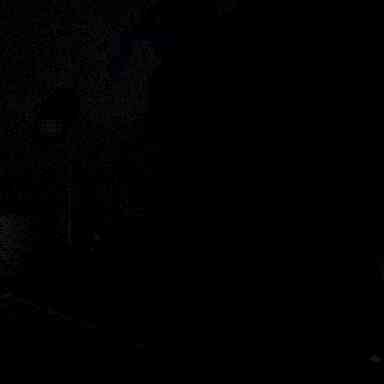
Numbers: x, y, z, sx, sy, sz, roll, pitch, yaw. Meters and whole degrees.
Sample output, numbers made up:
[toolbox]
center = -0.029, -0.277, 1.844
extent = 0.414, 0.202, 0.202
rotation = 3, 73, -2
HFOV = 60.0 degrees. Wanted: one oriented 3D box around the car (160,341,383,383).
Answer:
[car]
center = 1.615, 1.551, 1.657
extent = 4.403, 1.369, 2.008
rotation = 0, 0, 36
